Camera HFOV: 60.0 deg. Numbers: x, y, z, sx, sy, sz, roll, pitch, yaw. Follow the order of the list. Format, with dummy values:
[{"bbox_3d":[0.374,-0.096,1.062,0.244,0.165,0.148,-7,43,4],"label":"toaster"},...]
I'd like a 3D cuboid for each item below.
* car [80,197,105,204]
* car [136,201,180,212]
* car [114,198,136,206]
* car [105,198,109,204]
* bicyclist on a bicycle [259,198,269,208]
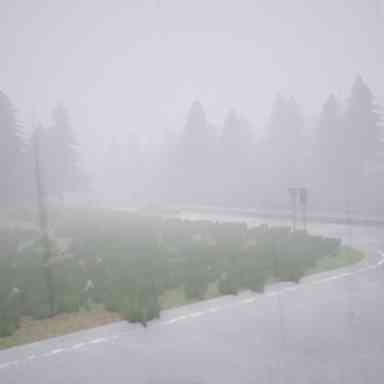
[{"bbox_3d":[-15.563,1.591,50.548,2.128,1.511,4.902,0,0,-35],"label":"car"},{"bbox_3d":[-3.244,1.645,33.168,2.033,1.411,5.357,0,0,-36],"label":"car"},{"bbox_3d":[-9.797,1.580,48.584,2.128,1.511,4.902,0,0,-35],"label":"car"},{"bbox_3d":[-15.869,1.594,56.997,1.837,1.490,4.892,0,0,-36],"label":"car"},{"bbox_3d":[6.811,1.374,31.171,1.656,1.620,0.582,-12,7,-35],"label":"bicyclist on a bicycle"}]
